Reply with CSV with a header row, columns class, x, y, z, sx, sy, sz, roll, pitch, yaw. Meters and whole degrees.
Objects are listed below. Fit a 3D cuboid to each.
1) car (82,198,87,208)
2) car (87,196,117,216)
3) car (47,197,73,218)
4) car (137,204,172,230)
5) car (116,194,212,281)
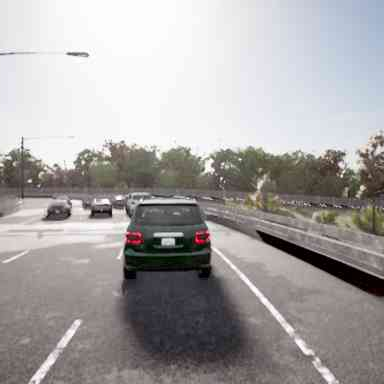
class,x,y,z,sx,sy,sz,roll,pitch,yaw
car,-13.506,1.443,44.232,1.895,1.301,4.718,0,0,-24
car,-8.438,1.381,30.961,2.128,1.511,4.902,0,0,-16
car,-11.555,1.424,29.160,1.812,1.442,4.674,0,0,-16
car,-2.525,1.521,21.395,1.895,1.301,4.718,0,0,-11
car,-0.749,1.183,9.991,2.150,2.045,5.566,0,0,-5
